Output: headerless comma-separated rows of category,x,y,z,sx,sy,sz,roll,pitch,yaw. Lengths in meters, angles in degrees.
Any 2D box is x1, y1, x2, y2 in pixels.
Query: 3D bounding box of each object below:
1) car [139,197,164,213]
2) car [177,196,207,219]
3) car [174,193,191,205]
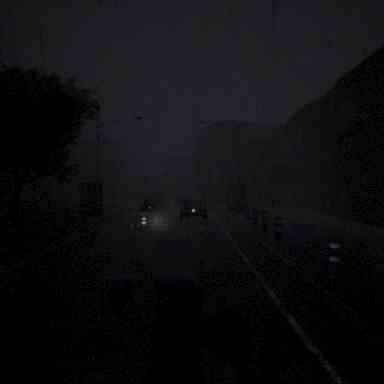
car,-3.691,1.136,31.004,1.994,1.385,4.181,0,1,-1
car,0.100,1.236,25.208,1.994,1.385,4.181,0,1,0
car,-1.040,0.907,41.587,1.882,1.535,5.008,0,0,-12
